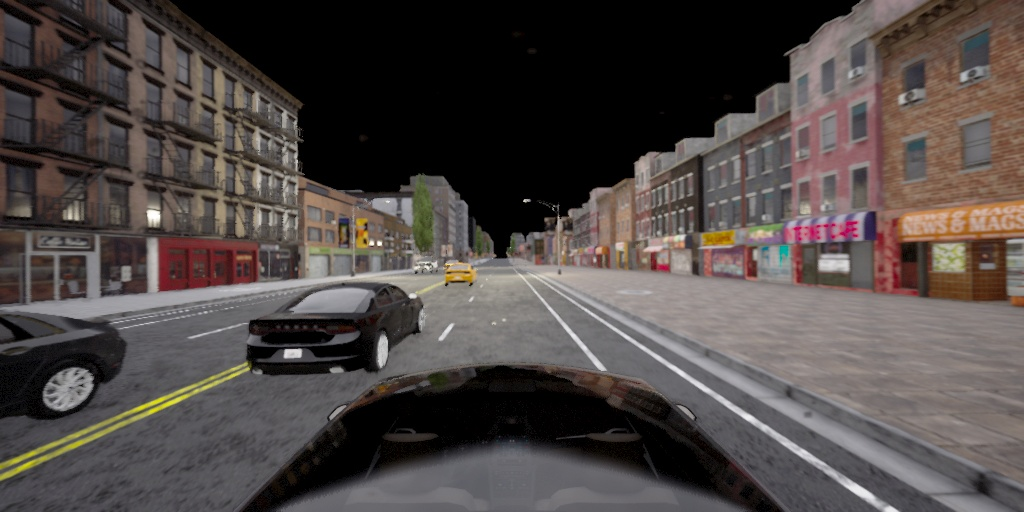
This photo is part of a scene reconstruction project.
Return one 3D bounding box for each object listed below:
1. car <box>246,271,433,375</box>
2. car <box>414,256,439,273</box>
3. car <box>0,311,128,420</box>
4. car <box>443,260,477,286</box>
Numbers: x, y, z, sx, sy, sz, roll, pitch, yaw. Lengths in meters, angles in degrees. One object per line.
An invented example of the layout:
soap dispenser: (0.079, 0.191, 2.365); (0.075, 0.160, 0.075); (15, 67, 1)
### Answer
car: (-3.233, 1.266, 7.685); (1.882, 1.535, 5.008); (-1, 0, -1)
car: (-10.594, 1.066, 44.727); (2.150, 2.045, 5.566); (-1, -1, -1)
car: (-6.588, 1.333, 3.221); (1.837, 1.490, 4.892); (-1, 0, -1)
car: (-3.607, 1.275, 25.930); (1.882, 1.535, 5.008); (-1, 0, -1)
